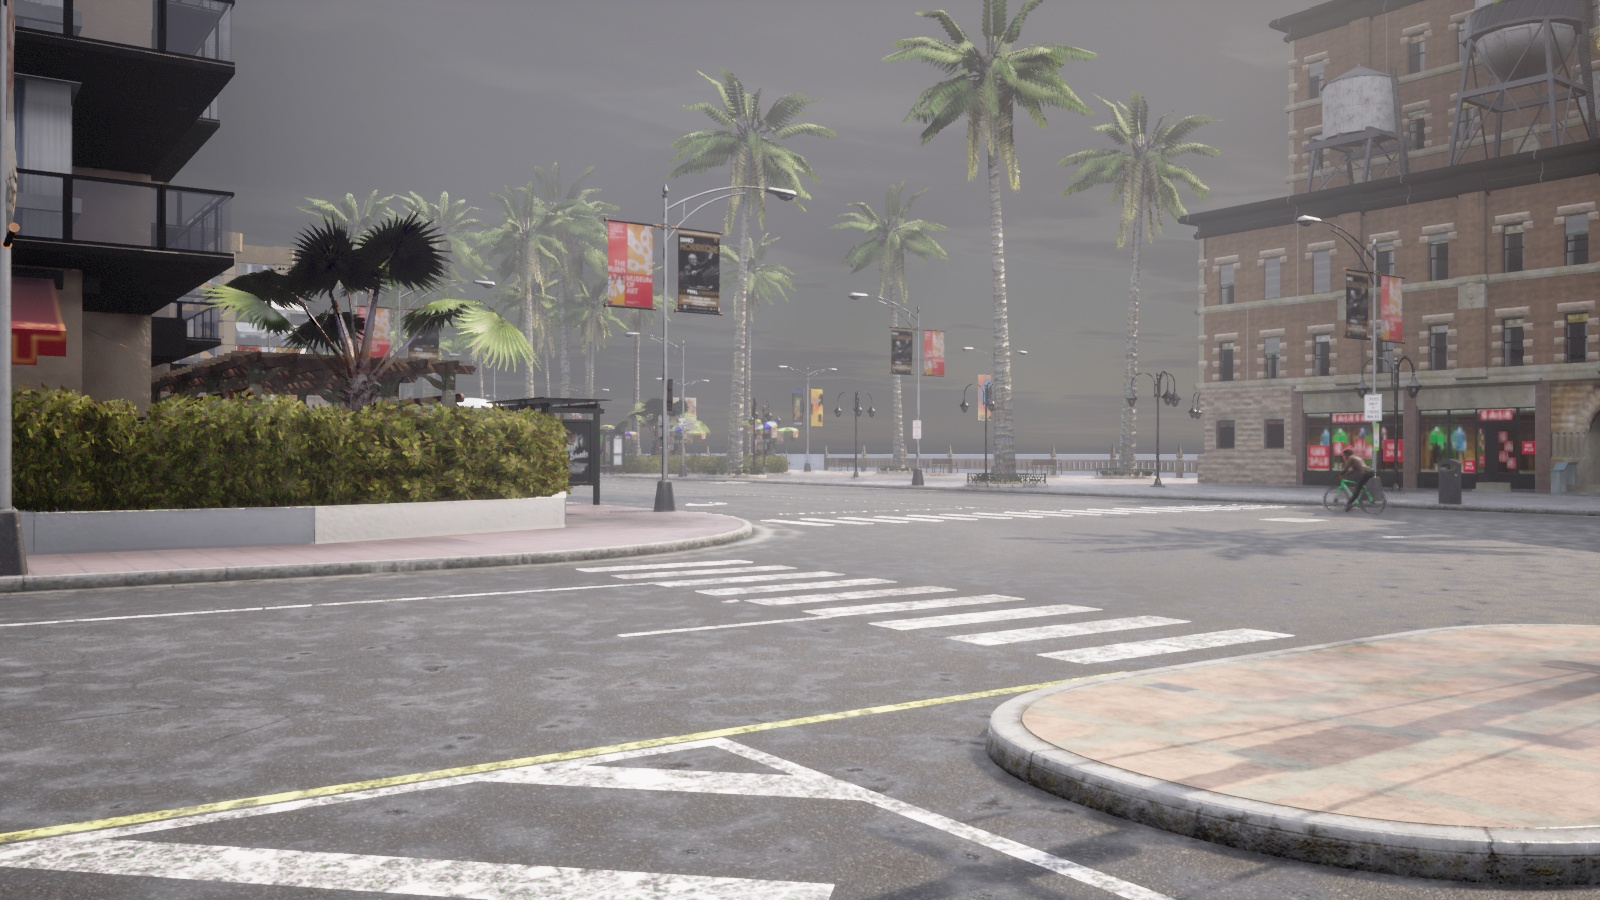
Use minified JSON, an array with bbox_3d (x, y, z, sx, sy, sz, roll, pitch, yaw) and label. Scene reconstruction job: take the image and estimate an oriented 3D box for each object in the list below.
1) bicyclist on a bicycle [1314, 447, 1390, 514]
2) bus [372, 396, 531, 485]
[{"bbox_3d":[13.641,0.745,31.060,0.582,1.620,1.656,0,0,-34],"label":"bicyclist on a bicycle"},{"bbox_3d":[-18.164,-0.434,64.850,3.944,4.253,10.273,0,0,-40],"label":"bus"}]
